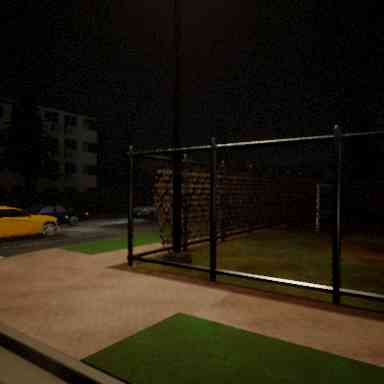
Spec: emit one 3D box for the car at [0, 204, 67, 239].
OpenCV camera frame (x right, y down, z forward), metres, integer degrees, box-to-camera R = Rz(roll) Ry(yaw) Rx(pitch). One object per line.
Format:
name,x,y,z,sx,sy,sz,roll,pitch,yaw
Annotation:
car,-8.320,1.378,14.709,1.882,1.535,5.008,-1,-1,29

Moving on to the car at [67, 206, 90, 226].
car,-8.846,1.427,20.096,2.033,1.411,5.357,0,0,35
